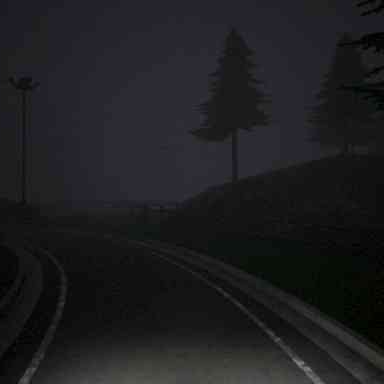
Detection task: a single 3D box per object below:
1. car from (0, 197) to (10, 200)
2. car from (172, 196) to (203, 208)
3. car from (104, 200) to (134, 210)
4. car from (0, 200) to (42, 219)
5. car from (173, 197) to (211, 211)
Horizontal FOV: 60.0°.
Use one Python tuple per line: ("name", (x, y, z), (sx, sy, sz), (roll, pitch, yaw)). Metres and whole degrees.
("car", (-24.750, 1.619, 40.063), (5.566, 2.045, 2.150), (0, -1, -43))
("car", (-0.948, 1.848, 52.932), (4.553, 1.767, 2.097), (0, -1, -43))
("car", (-11.497, 2.007, 52.601), (4.892, 1.490, 1.837), (0, -1, -43))
("car", (-17.394, 1.825, 32.567), (4.892, 1.490, 1.837), (0, -1, -43))
("car", (0.072, 1.937, 49.085), (5.008, 1.535, 1.882), (0, -1, -43))
